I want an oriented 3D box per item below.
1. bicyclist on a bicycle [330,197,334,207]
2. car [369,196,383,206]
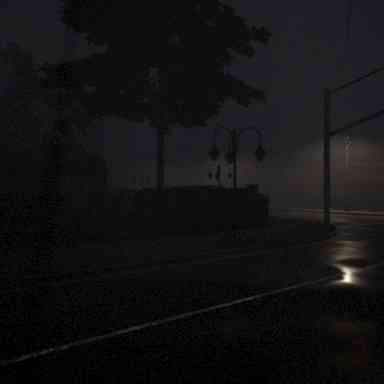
[{"bbox_3d":[20.837,1.430,50.104,1.656,1.620,0.582,-6,-7,-37],"label":"bicyclist on a bicycle"},{"bbox_3d":[28.414,1.295,48.461,2.242,1.667,4.611,0,0,-35],"label":"car"}]
